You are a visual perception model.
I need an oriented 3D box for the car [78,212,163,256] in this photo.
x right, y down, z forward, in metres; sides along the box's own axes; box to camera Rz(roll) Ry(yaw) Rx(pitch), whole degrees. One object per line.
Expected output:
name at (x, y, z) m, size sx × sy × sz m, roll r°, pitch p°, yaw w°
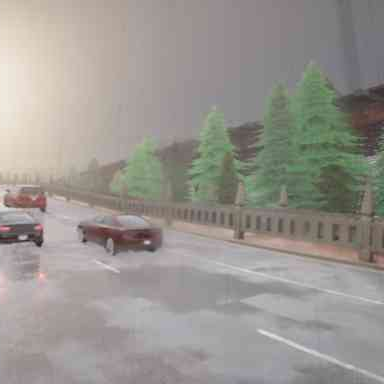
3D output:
car at (-3.165, 1.572, 13.997) m, size 1.882 × 1.535 × 5.008 m, roll 2°, pitch 1°, yaw -39°

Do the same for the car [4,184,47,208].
car at (-13.138, 0.419, 26.208) m, size 2.150 × 2.045 × 5.566 m, roll 2°, pitch 3°, yaw -39°

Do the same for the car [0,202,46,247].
car at (-7.605, 1.411, 13.927) m, size 1.812 × 1.442 × 4.674 m, roll 2°, pitch 1°, yaw -39°
